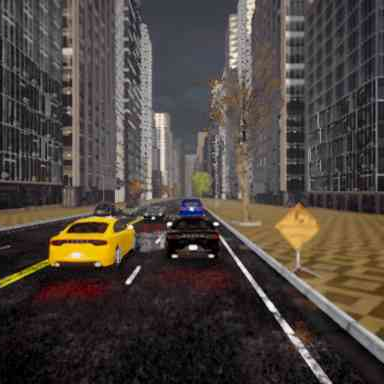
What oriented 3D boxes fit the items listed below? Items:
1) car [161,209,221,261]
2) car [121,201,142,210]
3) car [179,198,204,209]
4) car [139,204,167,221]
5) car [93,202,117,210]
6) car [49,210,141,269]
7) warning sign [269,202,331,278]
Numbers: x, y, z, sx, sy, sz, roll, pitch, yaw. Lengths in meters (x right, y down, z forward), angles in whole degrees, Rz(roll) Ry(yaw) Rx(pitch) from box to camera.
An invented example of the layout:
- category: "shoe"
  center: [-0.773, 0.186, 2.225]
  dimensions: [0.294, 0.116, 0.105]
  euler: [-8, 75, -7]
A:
- category: "car"
  center: [0.029, 1.632, 12.956]
  dimensions: [1.882, 1.535, 5.008]
  euler: [0, -1, 0]
- category: "car"
  center: [-6.782, 1.821, 38.569]
  dimensions: [2.097, 1.767, 4.553]
  euler: [0, -1, 0]
- category: "car"
  center: [-0.054, 1.591, 31.016]
  dimensions: [2.150, 2.045, 5.566]
  euler: [0, -1, 0]
- category: "car"
  center: [-3.304, 1.969, 30.539]
  dimensions: [1.895, 1.301, 4.718]
  euler: [0, -1, 0]
- category: "car"
  center: [-10.032, 1.979, 38.534]
  dimensions: [1.837, 1.490, 4.892]
  euler: [0, -1, 0]
- category: "car"
  center: [-3.218, 1.623, 11.701]
  dimensions: [1.882, 1.535, 5.008]
  euler: [0, 0, 0]
- category: "warning sign"
  center: [2.829, 1.218, 8.871]
  dimensions: [1.300, 1.860, 1.060]
  euler: [1, 0, 0]
